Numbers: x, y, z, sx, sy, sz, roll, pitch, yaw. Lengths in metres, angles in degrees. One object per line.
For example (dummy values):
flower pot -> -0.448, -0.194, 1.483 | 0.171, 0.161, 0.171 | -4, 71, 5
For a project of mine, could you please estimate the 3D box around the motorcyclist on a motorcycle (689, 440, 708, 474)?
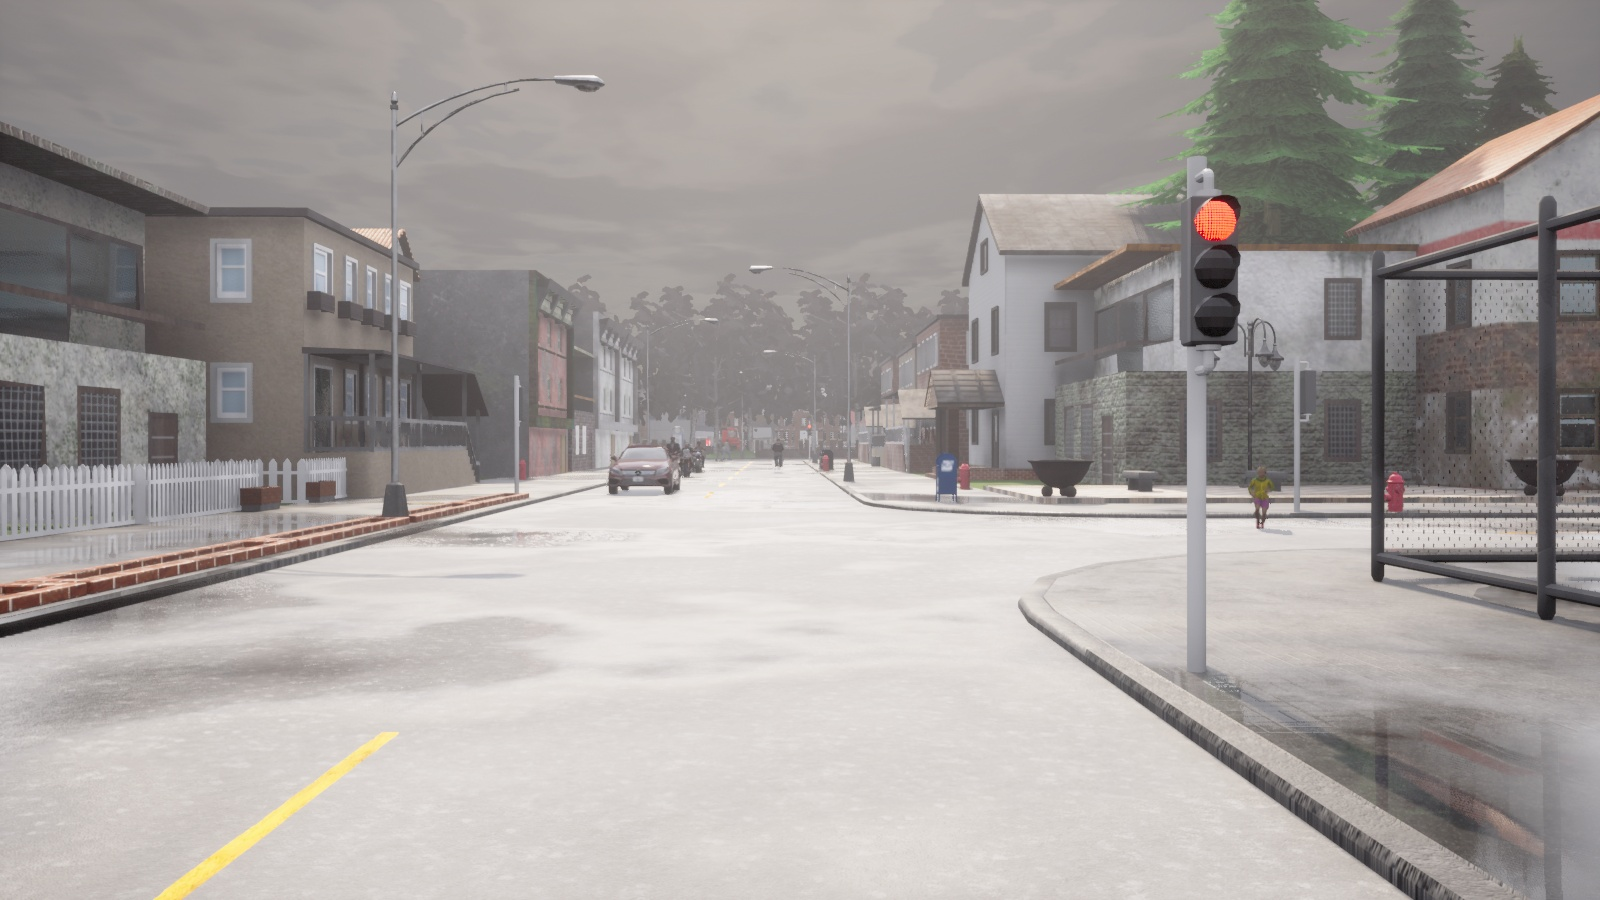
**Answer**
motorcyclist on a motorcycle -> -5.101, 0.336, 63.268 | 0.766, 1.649, 2.350 | 0, 0, -1

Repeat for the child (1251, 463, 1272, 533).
child -> 7.803, 0.803, 21.234 | 0.299, 1.160, 0.473 | 0, 0, 18

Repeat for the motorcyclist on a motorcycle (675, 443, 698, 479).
motorcyclist on a motorcycle -> -4.953, 0.467, 55.038 | 0.866, 1.530, 2.191 | 0, 0, -1

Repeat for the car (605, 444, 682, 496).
car -> -4.645, 0.555, 37.846 | 1.812, 1.442, 4.674 | 0, 0, -1
